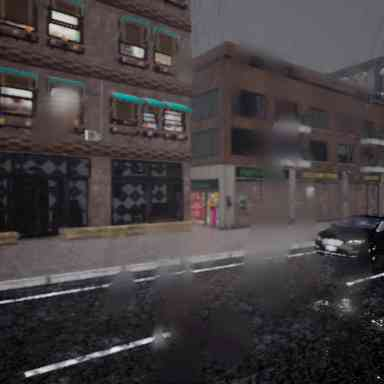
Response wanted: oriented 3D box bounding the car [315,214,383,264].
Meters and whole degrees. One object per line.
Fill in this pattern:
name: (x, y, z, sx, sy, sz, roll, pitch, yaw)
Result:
car: (6.559, 1.598, 12.346, 4.902, 1.511, 2.128, 1, 0, -35)
